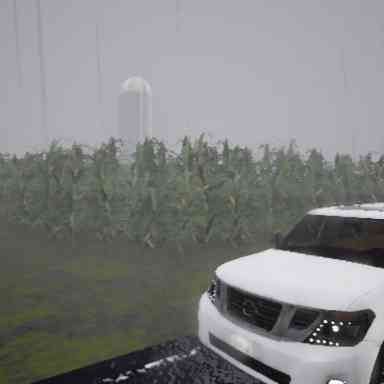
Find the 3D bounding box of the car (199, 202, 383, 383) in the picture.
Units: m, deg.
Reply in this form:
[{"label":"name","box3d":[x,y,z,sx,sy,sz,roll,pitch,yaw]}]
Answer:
[{"label":"car","box3d":[2.741,1.214,5.059,5.566,2.045,2.150,0,0,-36]}]
